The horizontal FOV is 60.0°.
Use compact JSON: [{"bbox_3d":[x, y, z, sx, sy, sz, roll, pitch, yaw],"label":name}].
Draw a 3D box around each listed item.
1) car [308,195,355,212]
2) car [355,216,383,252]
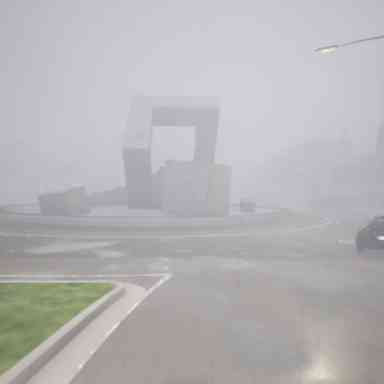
[{"bbox_3d":[17.604,1.434,42.022,2.150,2.045,5.566,-1,1,-41],"label":"car"},{"bbox_3d":[8.158,1.664,13.671,1.994,1.385,4.181,1,0,38],"label":"car"}]
